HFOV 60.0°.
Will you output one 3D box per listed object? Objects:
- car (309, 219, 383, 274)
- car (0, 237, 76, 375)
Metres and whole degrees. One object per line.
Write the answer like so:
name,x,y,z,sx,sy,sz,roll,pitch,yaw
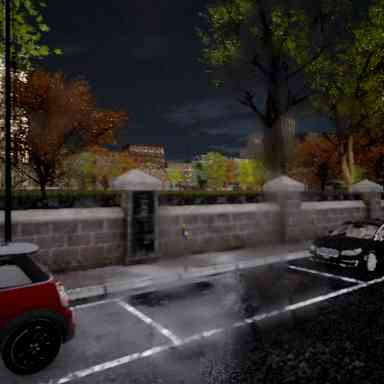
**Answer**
car,5.504,1.558,10.489,4.403,1.369,2.008,0,0,-36
car,-3.664,1.440,3.948,4.097,1.590,1.967,0,0,-36
